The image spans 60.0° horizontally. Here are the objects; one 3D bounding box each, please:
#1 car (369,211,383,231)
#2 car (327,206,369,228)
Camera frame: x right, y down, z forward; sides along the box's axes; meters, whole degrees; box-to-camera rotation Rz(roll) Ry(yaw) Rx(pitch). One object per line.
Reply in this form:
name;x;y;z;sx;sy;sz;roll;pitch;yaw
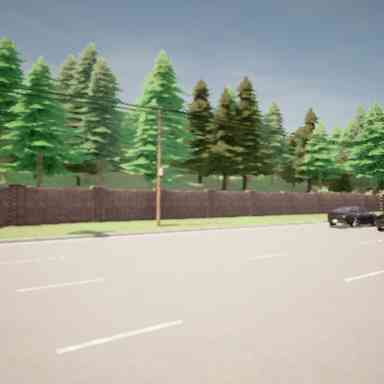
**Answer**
car;14.117;1.845;22.138;4.892;1.490;1.837;1;0;-35
car;12.174;1.836;25.051;4.892;1.490;1.837;1;0;-35
